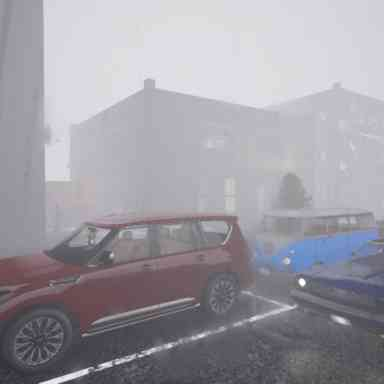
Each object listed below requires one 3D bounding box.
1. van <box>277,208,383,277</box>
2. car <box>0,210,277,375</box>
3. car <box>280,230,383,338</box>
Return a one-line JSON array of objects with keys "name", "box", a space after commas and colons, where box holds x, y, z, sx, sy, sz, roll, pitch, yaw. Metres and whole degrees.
[{"name": "van", "box": [3.399, 1.341, 9.001, 3.998, 1.788, 1.690, 0, -1, -36]}, {"name": "car", "box": [-1.114, 1.315, 5.775, 5.009, 1.841, 2.192, 0, -1, -36]}, {"name": "car", "box": [4.010, 1.601, 6.248, 4.718, 1.301, 1.895, 0, 0, -36]}]
